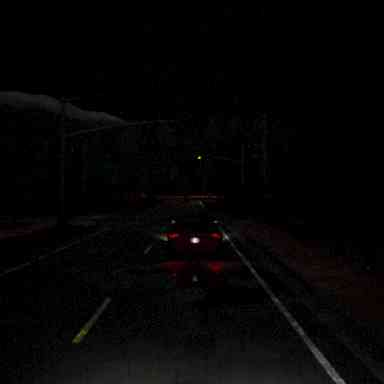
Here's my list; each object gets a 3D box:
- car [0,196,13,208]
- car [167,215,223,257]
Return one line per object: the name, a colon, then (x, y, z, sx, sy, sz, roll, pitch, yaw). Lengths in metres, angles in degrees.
car: (-25.007, 1.258, 42.805, 1.932, 1.855, 4.605, 0, 0, -1)
car: (0.104, 1.593, 13.111, 1.994, 1.385, 4.181, 0, 0, 0)
